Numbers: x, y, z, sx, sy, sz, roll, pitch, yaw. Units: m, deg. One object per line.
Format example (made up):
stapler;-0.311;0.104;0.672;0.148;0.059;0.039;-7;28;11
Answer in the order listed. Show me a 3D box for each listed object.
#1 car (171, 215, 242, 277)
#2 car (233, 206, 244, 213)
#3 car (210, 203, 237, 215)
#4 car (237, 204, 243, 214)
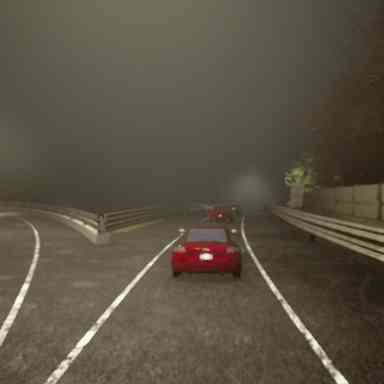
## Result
car;0.500;1.672;10.656;1.994;1.385;4.181;0;-1;4
car;9.228;3.562;65.982;1.895;1.301;4.718;0;-4;12
car;2.639;1.769;28.803;1.882;1.535;5.008;0;-1;9
car;5.269;2.194;43.746;2.033;1.411;5.357;0;-2;10
